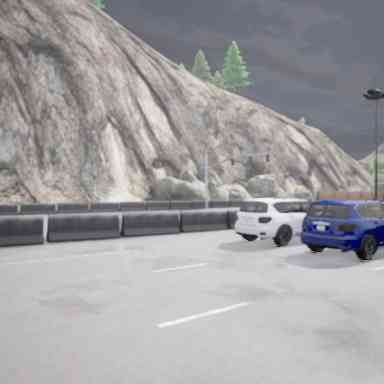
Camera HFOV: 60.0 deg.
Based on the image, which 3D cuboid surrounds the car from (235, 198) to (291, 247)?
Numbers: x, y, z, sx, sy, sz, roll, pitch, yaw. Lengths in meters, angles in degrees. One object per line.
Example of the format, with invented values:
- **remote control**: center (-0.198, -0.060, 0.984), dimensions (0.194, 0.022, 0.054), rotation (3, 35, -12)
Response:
- **car**: center (4.519, 1.302, 15.680), dimensions (5.566, 2.045, 2.150), rotation (0, 0, -35)

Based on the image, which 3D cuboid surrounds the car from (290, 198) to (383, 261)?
- **car**: center (6.558, 1.302, 12.836), dimensions (5.566, 2.045, 2.150), rotation (0, 0, -35)
